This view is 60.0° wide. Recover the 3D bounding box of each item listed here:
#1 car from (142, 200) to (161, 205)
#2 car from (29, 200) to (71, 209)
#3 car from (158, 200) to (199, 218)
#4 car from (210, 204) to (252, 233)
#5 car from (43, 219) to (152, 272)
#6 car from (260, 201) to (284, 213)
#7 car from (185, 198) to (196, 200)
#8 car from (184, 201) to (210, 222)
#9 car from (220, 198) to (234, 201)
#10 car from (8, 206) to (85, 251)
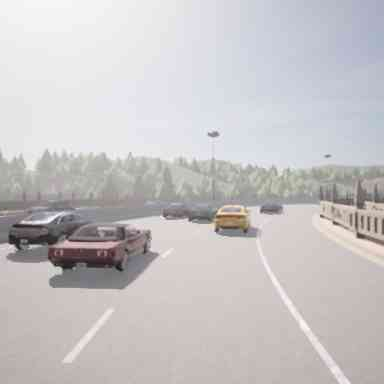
[{"bbox_3d":[-4.845,1.773,42.077,2.128,1.511,4.902,-1,-1,25],"label":"car"},{"bbox_3d":[-12.985,1.581,30.463,2.097,1.767,4.553,0,0,17],"label":"car"},{"bbox_3d":[-1.206,1.744,32.054,1.994,1.385,4.181,-1,0,20],"label":"car"},{"bbox_3d":[2.622,1.567,20.681,1.882,1.535,5.008,-1,0,13],"label":"car"},{"bbox_3d":[-2.692,1.663,11.047,1.895,1.301,4.718,0,0,6],"label":"car"},{"bbox_3d":[9.380,1.732,38.969,1.994,1.385,4.181,-1,0,26],"label":"car"},{"bbox_3d":[-0.534,1.942,63.210,1.882,1.535,5.008,-1,-1,36],"label":"car"},{"bbox_3d":[1.129,1.704,28.134,1.994,1.385,4.181,0,0,18],"label":"car"},{"bbox_3d":[7.153,1.948,67.334,2.033,1.411,5.357,-1,-1,39],"label":"car"},{"bbox_3d":[-5.709,1.583,14.425,2.128,1.511,4.902,0,0,8],"label":"car"}]
